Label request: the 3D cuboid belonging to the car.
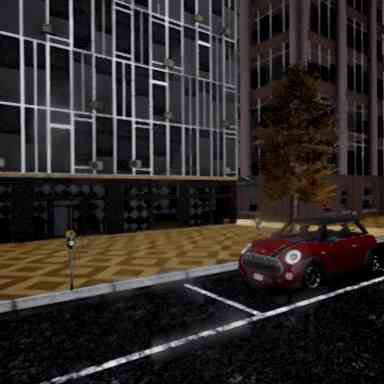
[{"bbox_3d":[3.154,1.431,8.824,4.097,1.590,1.967,0,0,-36],"label":"car"}]
